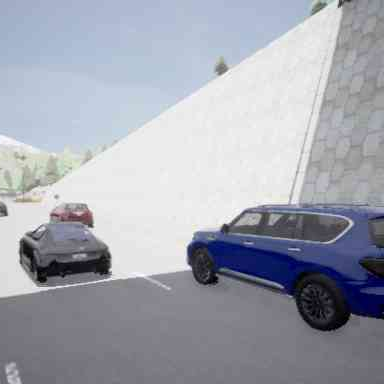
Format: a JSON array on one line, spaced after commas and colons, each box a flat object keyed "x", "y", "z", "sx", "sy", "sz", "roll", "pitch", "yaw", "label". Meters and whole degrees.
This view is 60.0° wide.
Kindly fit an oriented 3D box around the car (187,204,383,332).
[{"x": 2.083, "y": 1.272, "z": 7.322, "sx": 2.150, "sy": 2.045, "sz": 5.566, "roll": 0, "pitch": 0, "yaw": -34, "label": "car"}]

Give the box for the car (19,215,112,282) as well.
[{"x": -4.005, "y": 1.628, "z": 10.193, "sx": 1.994, "sy": 1.385, "sz": 4.181, "roll": 0, "pitch": 0, "yaw": -34, "label": "car"}]

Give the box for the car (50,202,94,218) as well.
[{"x": -8.437, "y": 1.496, "z": 23.105, "sx": 2.097, "sy": 1.767, "sz": 4.553, "roll": 0, "pitch": 0, "yaw": -34, "label": "car"}]

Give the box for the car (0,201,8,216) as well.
[{"x": -20.461, "y": 1.716, "z": 34.832, "sx": 1.837, "sy": 1.490, "sz": 4.892, "roll": 0, "pitch": 0, "yaw": -34, "label": "car"}]
